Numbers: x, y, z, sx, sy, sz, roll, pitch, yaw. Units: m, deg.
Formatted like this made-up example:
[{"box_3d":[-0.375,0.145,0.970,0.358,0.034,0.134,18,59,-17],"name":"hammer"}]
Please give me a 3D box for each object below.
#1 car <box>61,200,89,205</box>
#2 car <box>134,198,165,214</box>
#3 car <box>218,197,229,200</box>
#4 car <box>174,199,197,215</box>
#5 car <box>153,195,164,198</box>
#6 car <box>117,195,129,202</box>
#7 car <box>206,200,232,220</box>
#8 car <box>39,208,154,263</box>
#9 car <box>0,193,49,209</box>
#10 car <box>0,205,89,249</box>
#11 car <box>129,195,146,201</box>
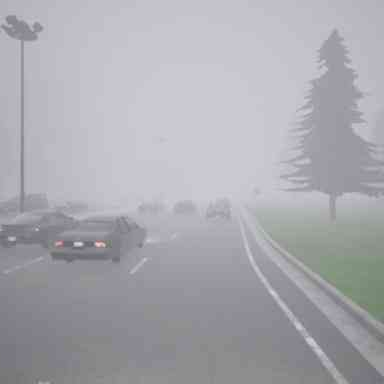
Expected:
[{"box_3d":[-12.305,1.538,33.885,1.895,1.301,4.718,0,0,7],"name":"car"},{"box_3d":[-4.038,1.550,33.979,1.895,1.301,4.718,0,0,7],"name":"car"},{"box_3d":[4.018,1.453,42.414,1.837,1.490,4.892,0,0,7],"name":"car"},{"box_3d":[-0.563,1.432,33.543,1.882,1.535,5.008,0,0,7],"name":"car"},{"box_3d":[-7.573,1.303,74.998,1.882,1.535,5.008,0,0,5],"name":"car"},{"box_3d":[-14.866,1.386,72.189,2.128,1.511,4.902,0,0,6],"name":"car"},{"box_3d":[2.263,1.567,27.668,1.895,1.301,4.718,0,0,7],"name":"car"},{"box_3d":[-2.996,1.527,11.922,2.033,1.411,5.357,0,0,5],"name":"car"},{"box_3d":[-16.040,1.156,32.113,2.150,2.045,5.566,0,0,7],"name":"car"},{"box_3d":[-6.251,1.498,14.263,1.812,1.442,4.674,0,0,5],"name":"car"},{"box_3d":[-11.342,1.387,72.281,2.128,1.511,4.902,0,0,6],"name":"car"}]
